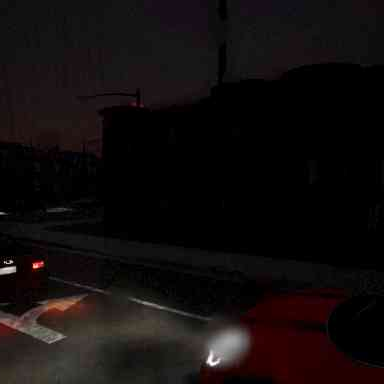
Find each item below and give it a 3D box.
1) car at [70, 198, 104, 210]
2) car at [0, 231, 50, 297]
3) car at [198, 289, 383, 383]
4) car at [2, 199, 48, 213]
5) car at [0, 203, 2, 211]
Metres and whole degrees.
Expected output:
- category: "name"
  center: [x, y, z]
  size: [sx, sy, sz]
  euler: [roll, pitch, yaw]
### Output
- category: "car"
  center: [-13.294, 1.601, 44.354]
  size: [1.895, 1.301, 4.718]
  euler: [0, 0, 36]
- category: "car"
  center: [-5.505, 1.547, 7.891]
  size: [5.357, 1.411, 2.033]
  euler: [0, 0, 37]
- category: "car"
  center: [2.247, 1.352, 2.394]
  size: [4.553, 1.767, 2.097]
  euler: [0, 0, 36]
- category: "car"
  center: [-18.362, 1.564, 37.273]
  size: [1.994, 1.385, 4.181]
  euler: [0, 0, 36]
- category: "car"
  center: [-20.876, 1.547, 39.782]
  size: [2.033, 1.411, 5.357]
  euler: [0, 0, 36]
